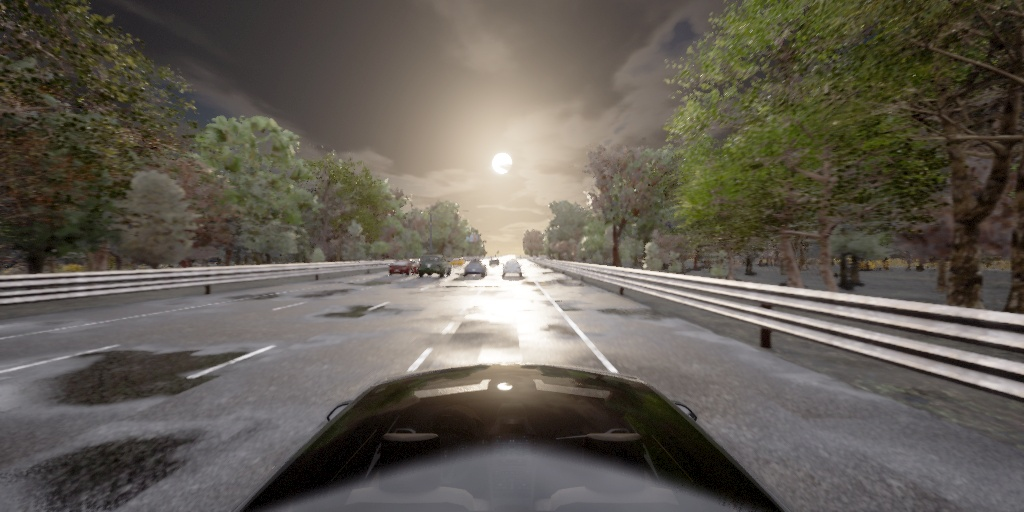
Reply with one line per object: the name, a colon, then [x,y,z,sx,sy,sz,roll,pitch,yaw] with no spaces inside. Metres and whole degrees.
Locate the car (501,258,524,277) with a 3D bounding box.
car: [0.031,1.204,34.847,1.812,1.442,4.674,0,0,1]

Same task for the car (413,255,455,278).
car: [-6.987,0.908,32.872,2.150,2.045,5.566,0,1,0]

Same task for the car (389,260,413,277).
car: [-10.463,1.156,35.128,1.882,1.535,5.008,0,0,1]

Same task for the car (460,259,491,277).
car: [-3.467,1.243,34.757,1.994,1.385,4.181,0,0,0]
